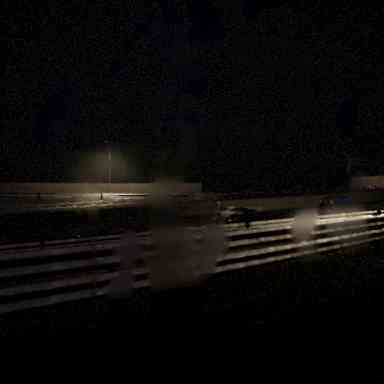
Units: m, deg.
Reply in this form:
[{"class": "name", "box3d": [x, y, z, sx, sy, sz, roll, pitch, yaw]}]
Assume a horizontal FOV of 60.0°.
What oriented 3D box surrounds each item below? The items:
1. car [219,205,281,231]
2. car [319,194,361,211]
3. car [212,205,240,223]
[{"class": "car", "box3d": [4.543, 1.930, 24.502, 4.181, 1.385, 1.994, -3, 2, -23]}, {"class": "car", "box3d": [16.502, 1.028, 37.073, 4.553, 1.767, 2.097, -3, 2, -23]}, {"class": "car", "box3d": [3.922, 1.840, 28.037, 4.674, 1.442, 1.812, -3, 2, -23]}]
